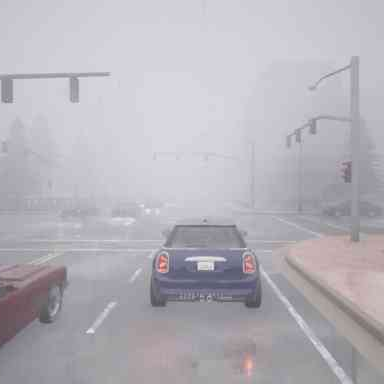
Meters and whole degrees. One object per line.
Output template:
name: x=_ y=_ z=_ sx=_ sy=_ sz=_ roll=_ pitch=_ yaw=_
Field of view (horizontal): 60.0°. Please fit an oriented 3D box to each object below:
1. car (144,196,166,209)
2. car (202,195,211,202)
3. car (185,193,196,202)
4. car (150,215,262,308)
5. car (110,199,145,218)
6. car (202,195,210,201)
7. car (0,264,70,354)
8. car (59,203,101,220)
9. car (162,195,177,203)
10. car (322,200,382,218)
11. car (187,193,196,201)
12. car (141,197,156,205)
car: x=-5.090 y=1.563 z=44.940 sx=1.994 sy=1.385 sz=4.181 roll=0 pitch=0 yaw=2
car: x=3.107 y=1.548 z=73.642 sx=1.994 sy=1.385 sz=4.181 roll=0 pitch=0 yaw=2
car: x=-0.429 y=1.519 z=72.779 sx=1.812 sy=1.442 sz=4.674 roll=0 pitch=0 yaw=2
car: x=0.309 y=1.352 z=8.114 sx=2.097 sy=1.767 sz=4.553 roll=0 pitch=0 yaw=2
car: x=-5.806 y=1.564 z=29.691 sx=1.994 sy=1.385 sz=4.181 roll=0 pitch=0 yaw=4
car: x=3.439 y=1.475 z=82.346 sx=1.882 sy=1.535 sz=5.008 roll=0 pitch=0 yaw=2
car: x=-3.305 y=1.601 z=4.241 sx=1.895 sy=1.301 sz=4.718 roll=0 pitch=0 yaw=2
car: x=-9.425 y=1.600 z=28.231 sx=1.895 sy=1.301 sz=4.718 roll=0 pitch=0 yaw=4
car: x=-4.191 y=1.492 z=66.778 sx=2.128 sy=1.511 sz=4.902 roll=0 pitch=0 yaw=3
car: x=14.127 y=1.504 z=29.533 sx=4.892 sy=1.490 sz=1.837 roll=0 pitch=0 yaw=4
car: x=-0.058 y=1.222 z=82.510 sx=2.150 sy=2.045 sz=5.566 roll=0 pitch=0 yaw=2
car: x=-7.944 y=1.600 z=61.122 sx=1.895 sy=1.301 sz=4.718 roll=0 pitch=0 yaw=3
